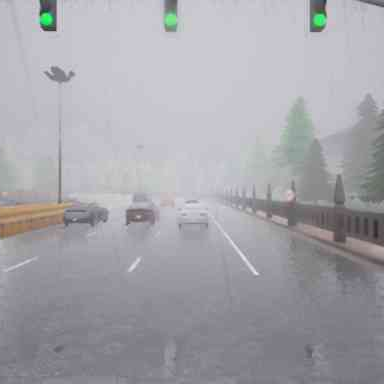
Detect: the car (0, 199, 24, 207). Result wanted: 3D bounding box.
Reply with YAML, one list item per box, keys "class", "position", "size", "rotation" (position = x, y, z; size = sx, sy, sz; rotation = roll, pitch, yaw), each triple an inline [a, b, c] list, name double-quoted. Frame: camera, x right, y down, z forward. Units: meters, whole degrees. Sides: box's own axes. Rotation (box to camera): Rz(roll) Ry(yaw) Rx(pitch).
- class: "car"
  position: [-14.089, 1.504, 25.683]
  size: [1.994, 1.385, 4.181]
  rotation: [0, 0, 0]

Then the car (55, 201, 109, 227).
- class: "car"
  position: [-6.908, 1.440, 22.035]
  size: [2.128, 1.511, 4.902]
  rotation: [0, 0, 0]

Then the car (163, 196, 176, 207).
- class: "car"
  position: [-3.486, 1.363, 49.386]
  size: [1.882, 1.535, 5.008]
  rotation: [0, 0, 1]

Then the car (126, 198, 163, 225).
- class: "car"
  position: [-3.409, 1.422, 23.644]
  size: [1.882, 1.535, 5.008]
  rotation: [0, 0, 0]

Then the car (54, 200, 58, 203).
- class: "car"
  position: [-14.089, 1.461, 36.816]
  size: [2.033, 1.411, 5.357]
  rotation: [0, 0, 0]

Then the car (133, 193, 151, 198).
- class: "car"
  position: [-7.011, 1.115, 46.731]
  size: [2.150, 2.045, 5.566]
  rotation: [0, 0, 0]

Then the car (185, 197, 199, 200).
- class: "car"
  position: [-0.001, 1.414, 48.121]
  size: [1.812, 1.442, 4.674]
  rotation: [0, 0, 0]

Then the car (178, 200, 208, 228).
- class: "car"
  position: [0.078, 1.475, 21.649]
  size: [1.812, 1.442, 4.674]
  rotation: [0, 0, 0]
